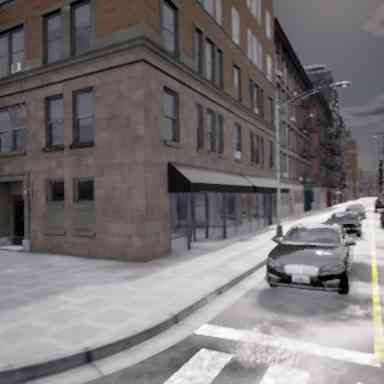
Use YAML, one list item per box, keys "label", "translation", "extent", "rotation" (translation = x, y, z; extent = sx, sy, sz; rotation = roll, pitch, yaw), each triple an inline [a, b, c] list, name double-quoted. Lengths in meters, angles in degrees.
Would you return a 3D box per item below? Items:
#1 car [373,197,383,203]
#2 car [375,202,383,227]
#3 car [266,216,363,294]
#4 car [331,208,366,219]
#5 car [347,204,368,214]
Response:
- label: "car"
  translation: [26.417, 1.727, 45.864]
  extent: [2.150, 2.045, 5.566]
  rotation: [-2, -2, 28]
- label: "car"
  translation: [15.119, 1.762, 24.811]
  extent: [2.128, 1.511, 4.902]
  rotation: [-2, -1, 28]
- label: "car"
  translation: [3.489, 1.641, 9.381]
  extent: [2.128, 1.511, 4.902]
  rotation: [-2, -1, 28]
- label: "car"
  translation: [9.141, 1.873, 19.906]
  extent: [1.895, 1.301, 4.718]
  rotation: [-2, -1, 28]
- label: "car"
  translation: [16.701, 1.958, 33.901]
  extent: [1.812, 1.442, 4.674]
  rotation: [-2, -1, 29]
